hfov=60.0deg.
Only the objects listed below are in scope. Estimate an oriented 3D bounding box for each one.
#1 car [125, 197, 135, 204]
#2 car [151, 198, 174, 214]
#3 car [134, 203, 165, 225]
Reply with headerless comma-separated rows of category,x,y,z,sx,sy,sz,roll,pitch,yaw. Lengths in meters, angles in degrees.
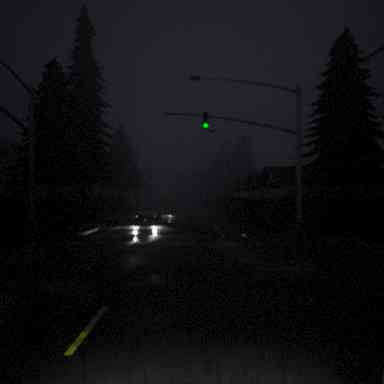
car,-16.790,2.111,82.035,3.866,1.878,1.905,0,-1,-1
car,-3.577,1.769,43.313,2.150,2.045,5.566,0,-1,0
car,-3.584,1.876,27.709,1.812,1.442,4.674,0,-1,0
